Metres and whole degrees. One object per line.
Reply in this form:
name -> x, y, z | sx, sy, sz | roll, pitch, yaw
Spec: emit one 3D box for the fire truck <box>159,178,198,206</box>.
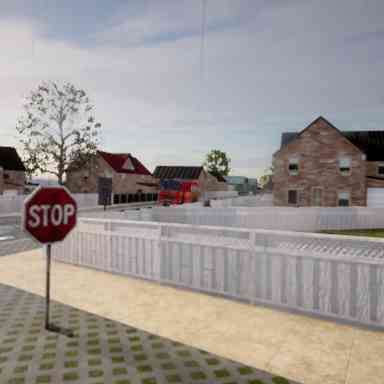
fire truck -> -1.687, 0.000, 47.062 | 2.891, 3.827, 8.468 | 2, 1, 19
